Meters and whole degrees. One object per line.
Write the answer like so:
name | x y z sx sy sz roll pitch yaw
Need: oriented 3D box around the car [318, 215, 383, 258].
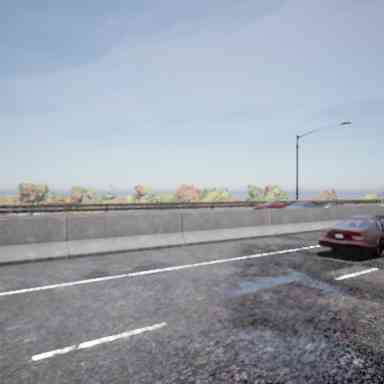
car | 7.242 1.620 13.212 5.357 1.411 2.033 0 0 -36

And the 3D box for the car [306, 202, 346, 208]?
car | 12.726 1.713 30.263 4.181 1.385 1.994 0 0 -35

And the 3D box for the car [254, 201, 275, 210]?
car | 8.625 1.713 35.934 4.181 1.385 1.994 0 0 -35

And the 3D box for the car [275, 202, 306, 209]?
car | 11.144 1.700 33.437 5.357 1.411 2.033 0 0 -35
